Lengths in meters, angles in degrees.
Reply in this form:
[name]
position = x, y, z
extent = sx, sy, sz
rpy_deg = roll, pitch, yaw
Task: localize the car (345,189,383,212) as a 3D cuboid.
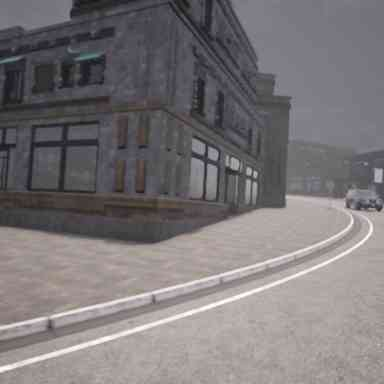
[car]
position = 16.925, 0.782, 32.888
extent = 2.150, 2.045, 5.566
rpy_deg = 3, 2, 10
